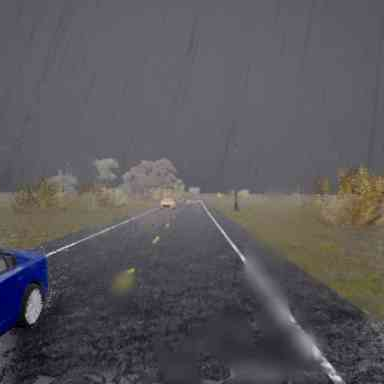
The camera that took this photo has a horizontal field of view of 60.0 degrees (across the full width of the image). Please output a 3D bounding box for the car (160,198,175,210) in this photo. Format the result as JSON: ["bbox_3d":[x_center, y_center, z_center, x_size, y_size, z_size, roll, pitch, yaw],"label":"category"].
[{"bbox_3d":[-3.359,1.636,46.462,1.882,1.535,5.008,0,0,1],"label":"car"}]

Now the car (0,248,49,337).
[{"bbox_3d":[-3.596,1.491,4.164,1.882,1.535,5.008,0,0,0],"label":"car"}]

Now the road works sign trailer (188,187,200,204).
[{"bbox_3d":[0.500,0.708,69.725,2.380,3.560,2.880,0,0,0],"label":"road works sign trailer"}]
